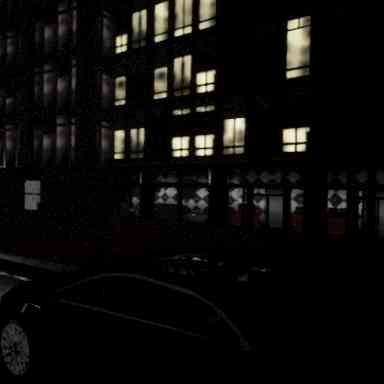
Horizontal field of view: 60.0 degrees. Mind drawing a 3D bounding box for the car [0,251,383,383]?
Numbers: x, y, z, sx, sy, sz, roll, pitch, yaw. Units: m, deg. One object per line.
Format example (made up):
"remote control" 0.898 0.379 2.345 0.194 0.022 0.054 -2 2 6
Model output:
"car" -0.356 1.471 3.823 4.902 1.511 2.128 1 0 35
